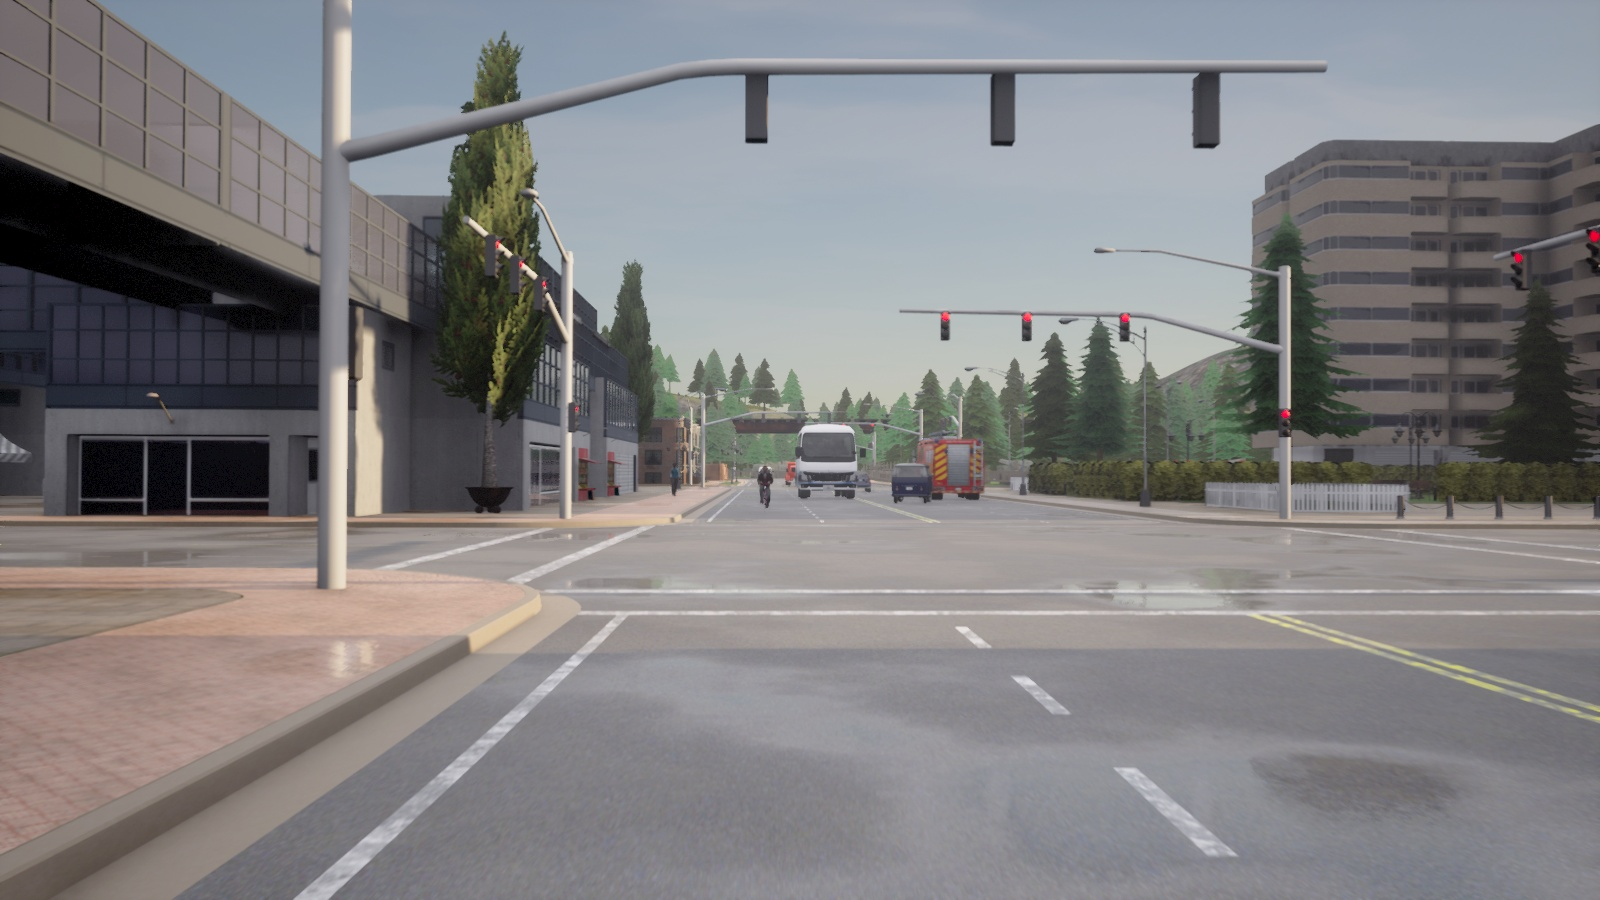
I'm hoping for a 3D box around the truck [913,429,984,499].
[{"bbox_3d":[8.491,0.834,72.752,2.891,3.827,8.468,0,-1,-2],"label":"truck"}]

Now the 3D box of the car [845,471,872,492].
[{"bbox_3d":[4.390,2.352,94.450,1.789,1.549,3.705,0,-1,-2],"label":"car"}]

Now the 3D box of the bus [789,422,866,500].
[{"bbox_3d":[1.462,0.665,73.684,3.944,4.253,10.273,0,-1,-2],"label":"bus"}]

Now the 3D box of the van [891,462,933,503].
[{"bbox_3d":[5.671,1.603,63.208,1.775,1.987,4.442,0,-1,10],"label":"van"}]

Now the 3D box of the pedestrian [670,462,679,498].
[{"bbox_3d":[-6.802,1.641,68.146,0.396,1.930,0.692,0,-1,1],"label":"pedestrian"}]
